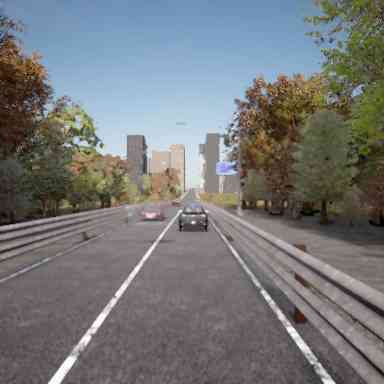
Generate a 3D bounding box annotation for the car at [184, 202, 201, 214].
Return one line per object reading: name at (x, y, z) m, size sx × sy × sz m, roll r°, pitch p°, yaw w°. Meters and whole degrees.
car at (0.088, 1.947, 41.875) m, size 2.033 × 1.411 × 5.357 m, roll 0°, pitch -1°, yaw 0°

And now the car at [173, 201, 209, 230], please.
car at (0.088, 1.618, 21.914) m, size 2.128 × 1.511 × 4.902 m, roll 0°, pitch 0°, yaw 0°

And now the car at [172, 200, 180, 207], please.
car at (-3.282, 2.403, 69.969) m, size 1.895 × 1.301 × 4.718 m, roll 0°, pitch -1°, yaw 0°

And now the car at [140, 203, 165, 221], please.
car at (-3.349, 1.732, 29.102) m, size 1.812 × 1.442 × 4.674 m, roll 0°, pitch -1°, yaw 0°
